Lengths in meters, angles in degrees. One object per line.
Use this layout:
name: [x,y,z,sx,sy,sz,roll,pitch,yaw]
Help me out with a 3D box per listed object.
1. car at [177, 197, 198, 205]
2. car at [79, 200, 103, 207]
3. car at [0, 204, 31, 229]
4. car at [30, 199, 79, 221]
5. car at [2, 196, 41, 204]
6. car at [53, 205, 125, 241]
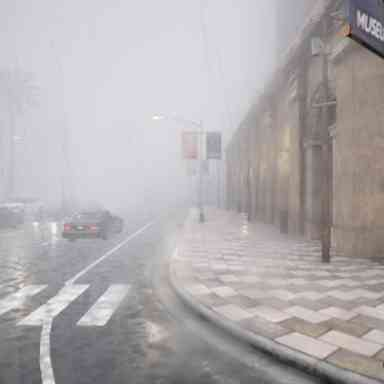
car: [-0.887,1.725,63.985,1.882,1.535,5.008,-4,-2,38]
car: [-11.719,1.684,38.879,1.812,1.442,4.674,0,0,1]
car: [-11.939,1.640,19.563,2.033,1.411,5.357,0,0,0]
car: [-11.864,1.651,28.991,1.812,1.442,4.674,0,0,1]
car: [-15.360,1.357,29.774,2.150,2.045,5.566,0,0,1]
car: [-4.845,1.617,16.997,2.033,1.411,5.357,0,0,0]
